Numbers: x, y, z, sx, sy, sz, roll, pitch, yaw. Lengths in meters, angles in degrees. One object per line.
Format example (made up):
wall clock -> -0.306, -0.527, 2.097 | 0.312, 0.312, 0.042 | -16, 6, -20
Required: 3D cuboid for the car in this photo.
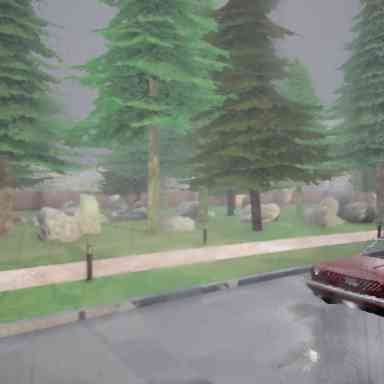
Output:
car -> 4.549, 1.590, 6.795 | 4.718, 1.301, 1.895 | 0, 0, -32
